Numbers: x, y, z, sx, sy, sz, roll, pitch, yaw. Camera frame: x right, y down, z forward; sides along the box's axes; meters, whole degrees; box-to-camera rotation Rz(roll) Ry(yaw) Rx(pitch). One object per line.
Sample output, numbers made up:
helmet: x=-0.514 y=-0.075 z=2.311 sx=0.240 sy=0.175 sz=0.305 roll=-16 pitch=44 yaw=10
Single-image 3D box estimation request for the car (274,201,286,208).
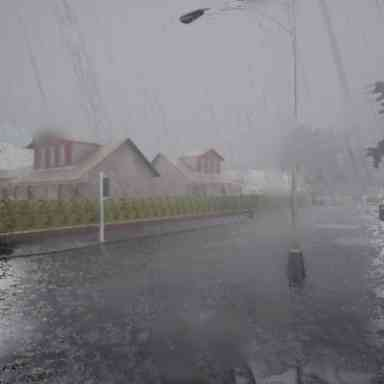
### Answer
car: x=10.225 y=1.544 z=46.449 sx=5.357 sy=1.415 sz=2.033 roll=-1 pitch=0 yaw=38
